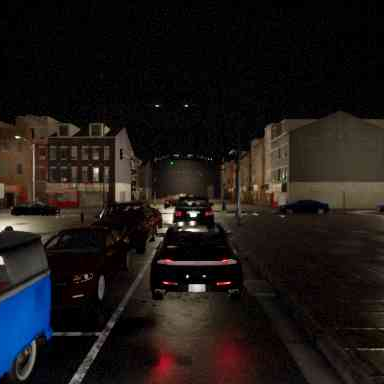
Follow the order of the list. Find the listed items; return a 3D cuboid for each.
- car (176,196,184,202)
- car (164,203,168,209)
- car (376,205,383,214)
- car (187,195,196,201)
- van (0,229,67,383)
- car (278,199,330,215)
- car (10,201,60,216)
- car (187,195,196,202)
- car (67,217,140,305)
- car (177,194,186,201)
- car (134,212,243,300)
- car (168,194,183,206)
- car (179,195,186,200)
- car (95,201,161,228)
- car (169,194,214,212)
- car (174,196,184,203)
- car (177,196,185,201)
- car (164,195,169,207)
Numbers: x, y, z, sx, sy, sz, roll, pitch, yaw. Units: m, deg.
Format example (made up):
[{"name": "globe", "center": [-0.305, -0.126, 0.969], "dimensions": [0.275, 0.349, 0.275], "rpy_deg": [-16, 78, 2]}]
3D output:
[{"name": "car", "center": [-2.722, 1.589, 77.805], "dimensions": [1.752, 1.417, 4.829], "rpy_deg": [0, 0, 0]}, {"name": "car", "center": [-2.662, 1.546, 19.003], "dimensions": [1.887, 1.381, 4.507], "rpy_deg": [0, 0, 0]}, {"name": "car", "center": [21.207, 1.554, 33.781], "dimensions": [4.674, 1.442, 1.812], "rpy_deg": [0, 0, 0]}, {"name": "car", "center": [-0.087, 1.605, 86.236], "dimensions": [2.128, 1.511, 4.902], "rpy_deg": [0, 0, 0]}, {"name": "van", "center": [-2.646, 1.341, 2.702], "dimensions": [1.690, 1.788, 3.998], "rpy_deg": [0, 0, 0]}, {"name": "car", "center": [11.313, 1.492, 33.793], "dimensions": [5.008, 1.535, 1.882], "rpy_deg": [0, 0, 0]}, {"name": "car", "center": [-14.484, 1.571, 30.859], "dimensions": [4.181, 1.385, 1.994], "rpy_deg": [0, 0, 0]}, {"name": "car", "center": [-0.076, 1.538, 75.788], "dimensions": [1.882, 1.535, 5.008], "rpy_deg": [0, 0, 0]}, {"name": "car", "center": [-2.651, 1.544, 8.136], "dimensions": [1.887, 1.381, 4.507], "rpy_deg": [0, 0, 0]}, {"name": "car", "center": [-2.735, 1.400, 88.829], "dimensions": [2.192, 1.841, 5.009], "rpy_deg": [0, 0, 0]}, {"name": "car", "center": [0.090, 1.491, 8.334], "dimensions": [2.128, 1.511, 4.902], "rpy_deg": [0, 0, 0]}, {"name": "car", "center": [-2.702, 1.345, 56.267], "dimensions": [2.192, 1.841, 5.009], "rpy_deg": [0, 0, 0]}, {"name": "car", "center": [-2.740, 1.537, 94.256], "dimensions": [1.967, 1.590, 4.097], "rpy_deg": [0, 0, 0]}, {"name": "car", "center": [-2.658, 1.315, 13.570], "dimensions": [2.192, 1.841, 5.009], "rpy_deg": [0, 0, 0]}, {"name": "car", "center": [0.090, 1.225, 19.089], "dimensions": [2.150, 2.045, 5.566], "rpy_deg": [0, 0, 0]}, {"name": "car", "center": [-2.717, 1.605, 72.547], "dimensions": [2.008, 1.369, 4.403], "rpy_deg": [0, 0, 0]}, {"name": "car", "center": [-2.727, 1.640, 83.401], "dimensions": [1.947, 1.339, 4.313], "rpy_deg": [0, 0, 0]}, {"name": "car", "center": [-2.691, 1.333, 45.413], "dimensions": [2.192, 1.841, 5.009], "rpy_deg": [0, 0, 0]}]
